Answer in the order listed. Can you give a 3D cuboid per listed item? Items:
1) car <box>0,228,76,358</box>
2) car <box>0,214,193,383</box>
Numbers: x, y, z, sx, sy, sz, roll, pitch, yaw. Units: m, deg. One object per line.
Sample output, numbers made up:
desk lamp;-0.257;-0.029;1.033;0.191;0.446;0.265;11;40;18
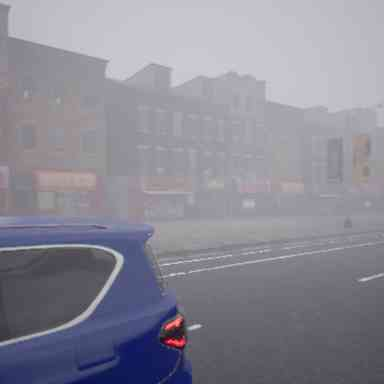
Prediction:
car;-4.401;1.484;4.537;4.902;1.511;2.128;0;0;-35
car;-2.594;1.214;1.834;5.566;2.045;2.150;0;0;-35
